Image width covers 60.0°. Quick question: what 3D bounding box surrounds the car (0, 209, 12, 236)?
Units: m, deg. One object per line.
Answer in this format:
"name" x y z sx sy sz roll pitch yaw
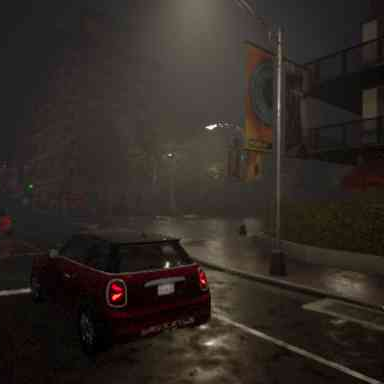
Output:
"car" -12.881 1.770 20.985 2.097 1.767 4.553 2 -2 -38

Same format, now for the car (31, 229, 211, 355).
"car" -1.711 1.538 6.768 2.097 1.767 4.553 2 -2 -38
